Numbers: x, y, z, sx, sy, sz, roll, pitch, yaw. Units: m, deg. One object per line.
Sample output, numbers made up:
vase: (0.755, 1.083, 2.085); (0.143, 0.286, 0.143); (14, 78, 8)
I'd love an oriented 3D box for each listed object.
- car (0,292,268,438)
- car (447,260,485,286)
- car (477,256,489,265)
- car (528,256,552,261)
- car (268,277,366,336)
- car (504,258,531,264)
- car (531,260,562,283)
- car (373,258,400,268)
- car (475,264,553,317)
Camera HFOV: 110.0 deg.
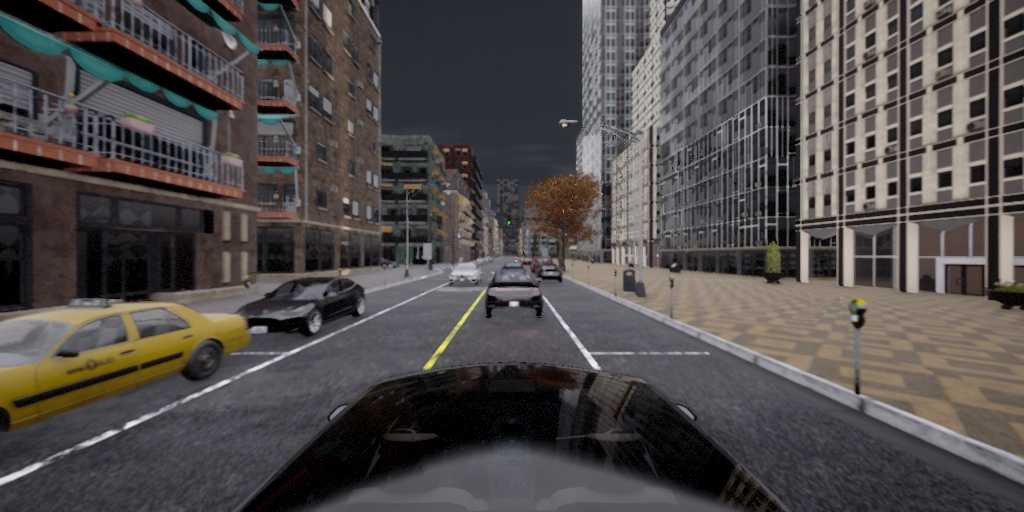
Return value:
car: (-5.690, 1.262, 4.574); (1.751, 1.417, 4.829); (0, 0, 0)
car: (-3.095, 1.186, 24.591); (1.812, 1.442, 4.674); (0, 0, 0)
car: (-5.707, 1.074, 64.745); (2.007, 1.370, 4.403); (0, 0, 0)
car: (2.683, 0.946, 32.360); (2.192, 1.841, 5.009); (0, 0, 0)
car: (-5.692, 1.280, 10.267); (1.948, 1.339, 4.313); (0, 0, 0)
car: (0.072, 1.140, 27.526); (2.128, 1.511, 4.902); (0, 0, 0)
car: (2.685, 1.218, 26.837); (1.948, 1.339, 4.313); (0, 0, 0)
car: (-16.447, 0.924, 45.325); (4.403, 1.370, 2.007); (0, 0, -1)
car: (0.076, 1.194, 12.935); (2.128, 1.511, 4.902); (0, 0, 0)
